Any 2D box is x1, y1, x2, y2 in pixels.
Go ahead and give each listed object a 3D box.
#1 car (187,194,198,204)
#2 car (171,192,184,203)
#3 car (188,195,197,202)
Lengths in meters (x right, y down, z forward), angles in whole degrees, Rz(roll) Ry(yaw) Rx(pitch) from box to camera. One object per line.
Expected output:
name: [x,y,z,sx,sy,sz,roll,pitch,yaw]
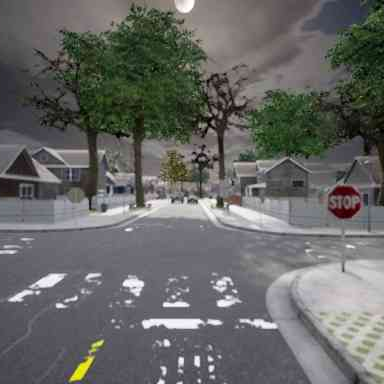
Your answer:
car: [0.108,1.268,56.401,1.812,1.442,4.674,0,0,0]
car: [-2.635,0.972,61.412,2.150,2.045,5.566,0,0,0]
car: [0.125,1.265,66.440,1.837,1.490,4.892,0,0,0]
